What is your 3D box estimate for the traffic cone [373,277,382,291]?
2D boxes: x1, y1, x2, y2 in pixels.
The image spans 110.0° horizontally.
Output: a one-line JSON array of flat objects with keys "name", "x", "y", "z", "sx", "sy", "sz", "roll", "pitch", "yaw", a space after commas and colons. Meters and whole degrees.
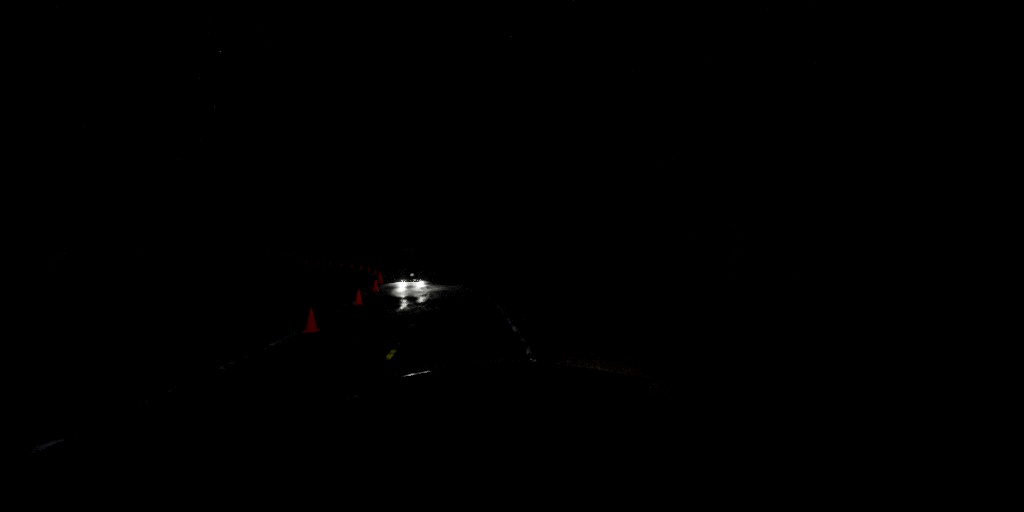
[{"name": "traffic cone", "x": -7.104, "y": 1.535, "z": 18.683, "sx": 0.340, "sy": 0.580, "sz": 0.340, "roll": 0, "pitch": 0, "yaw": -15}]

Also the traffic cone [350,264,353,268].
[{"name": "traffic cone", "x": -19.900, "y": 1.158, "z": 44.569, "sx": 0.340, "sy": 0.580, "sz": 0.340, "roll": 0, "pitch": 0, "yaw": -37}]

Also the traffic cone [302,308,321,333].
[{"name": "traffic cone", "x": -5.150, "y": 1.635, "z": 9.205, "sx": 0.340, "sy": 0.580, "sz": 0.340, "roll": 0, "pitch": 0, "yaw": -8}]

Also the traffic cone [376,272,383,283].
[{"name": "traffic cone", "x": -8.531, "y": 1.481, "z": 23.310, "sx": 0.340, "sy": 0.580, "sz": 0.340, "roll": 0, "pitch": 0, "yaw": -19}]

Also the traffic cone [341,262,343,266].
[{"name": "traffic cone", "x": -22.955, "y": 1.083, "z": 48.325, "sx": 0.340, "sy": 0.580, "sz": 0.340, "roll": 0, "pitch": 0, "yaw": -41}]

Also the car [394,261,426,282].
[{"name": "car", "x": -7.468, "y": 1.067, "z": 26.114, "sx": 1.994, "sy": 1.385, "sz": 4.181, "roll": 0, "pitch": 1, "yaw": -21}]

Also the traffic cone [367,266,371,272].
[{"name": "traffic cone", "x": -14.540, "y": 1.298, "z": 36.511, "sx": 0.340, "sy": 0.580, "sz": 0.340, "roll": 0, "pitch": 0, "yaw": -30}]

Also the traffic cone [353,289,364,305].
[{"name": "traffic cone", "x": -5.975, "y": 1.586, "z": 13.976, "sx": 0.340, "sy": 0.580, "sz": 0.340, "roll": 0, "pitch": 0, "yaw": -12}]

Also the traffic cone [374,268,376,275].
[{"name": "traffic cone", "x": -12.256, "y": 1.363, "z": 32.242, "sx": 0.340, "sy": 0.580, "sz": 0.340, "roll": 0, "pitch": 0, "yaw": -26}]

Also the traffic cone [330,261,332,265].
[{"name": "traffic cone", "x": -26.244, "y": 1.008, "z": 51.878, "sx": 0.340, "sy": 0.580, "sz": 0.340, "roll": 0, "pitch": 0, "yaw": -45}]

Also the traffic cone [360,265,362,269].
[{"name": "traffic cone", "x": -17.091, "y": 1.230, "z": 40.626, "sx": 0.340, "sy": 0.580, "sz": 0.340, "roll": 0, "pitch": 0, "yaw": -34}]

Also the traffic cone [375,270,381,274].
[{"name": "traffic cone", "x": -10.251, "y": 1.423, "z": 27.836, "sx": 0.340, "sy": 0.580, "sz": 0.340, "roll": 0, "pitch": 0, "yaw": -23}]

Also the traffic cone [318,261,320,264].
[{"name": "traffic cone", "x": -29.753, "y": 0.935, "z": 55.214, "sx": 0.340, "sy": 0.580, "sz": 0.340, "roll": 0, "pitch": 0, "yaw": 42}]
